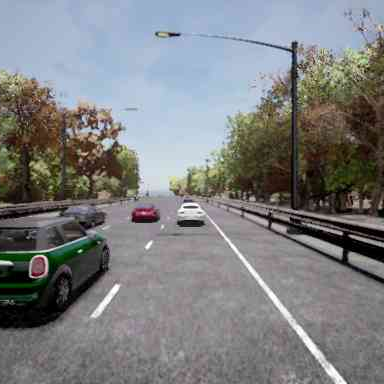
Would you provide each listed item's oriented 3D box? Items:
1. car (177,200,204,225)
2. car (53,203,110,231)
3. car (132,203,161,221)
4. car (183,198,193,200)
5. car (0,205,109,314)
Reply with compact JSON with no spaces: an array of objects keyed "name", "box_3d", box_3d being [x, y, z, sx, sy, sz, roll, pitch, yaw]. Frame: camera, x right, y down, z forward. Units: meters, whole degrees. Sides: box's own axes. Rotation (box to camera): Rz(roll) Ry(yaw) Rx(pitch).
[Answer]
[{"name":"car","box_3d":[-0.108,1.525,24.219,1.812,1.442,4.674,0,0,-1]},{"name":"car","box_3d":[-7.076,1.548,21.967,2.033,1.411,5.357,0,0,-1]},{"name":"car","box_3d":[-3.656,1.565,26.968,1.994,1.385,4.181,0,0,-1]},{"name":"car","box_3d":[-0.507,1.550,42.332,1.812,1.442,4.674,0,0,-2]},{"name":"car","box_3d":[-3.433,1.353,7.774,2.097,1.767,4.553,0,0,0]}]
